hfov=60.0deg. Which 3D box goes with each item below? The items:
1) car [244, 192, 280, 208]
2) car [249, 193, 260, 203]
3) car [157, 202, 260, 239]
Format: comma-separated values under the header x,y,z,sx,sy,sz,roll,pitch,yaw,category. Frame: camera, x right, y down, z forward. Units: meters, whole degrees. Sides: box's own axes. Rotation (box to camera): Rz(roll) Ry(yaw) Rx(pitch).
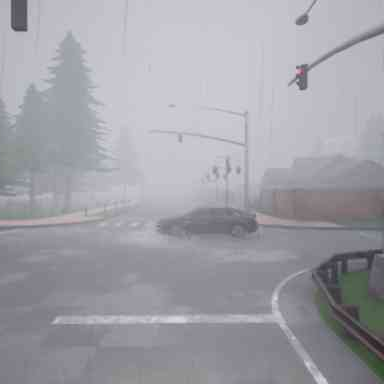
x,y,z,sx,sy,sz,roll,pitch,yaw,category
8.431,0.977,40.198,3.866,1.878,1.905,0,0,-1,car
8.846,0.985,37.688,4.605,1.855,1.932,0,0,-1,car
0.736,1.419,16.268,4.892,1.490,1.837,0,0,1,car
